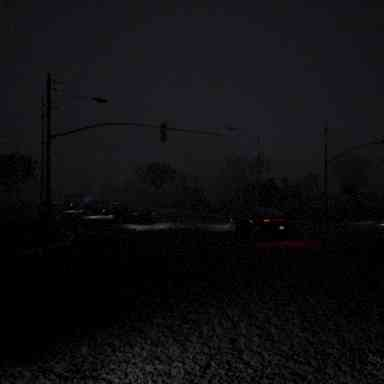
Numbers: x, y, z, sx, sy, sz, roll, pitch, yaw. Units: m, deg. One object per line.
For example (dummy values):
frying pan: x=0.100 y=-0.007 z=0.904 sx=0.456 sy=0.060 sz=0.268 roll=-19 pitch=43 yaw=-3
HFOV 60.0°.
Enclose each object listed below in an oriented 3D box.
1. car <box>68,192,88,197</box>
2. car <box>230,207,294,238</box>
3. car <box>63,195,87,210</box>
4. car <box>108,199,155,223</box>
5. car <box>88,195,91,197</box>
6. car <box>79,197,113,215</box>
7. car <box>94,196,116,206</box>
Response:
car: x=-20.464 y=1.036 z=57.807 sx=2.150 sy=2.045 sz=5.566 roll=0 pitch=1 yaw=-34
car: x=3.715 y=1.567 z=18.362 sx=1.882 sy=1.535 sz=5.008 roll=2 pitch=-1 yaw=-14
car: x=-15.283 y=1.537 z=43.055 sx=1.812 sy=1.442 sz=4.674 roll=0 pitch=0 yaw=-32
car: x=-4.692 y=1.552 z=26.270 sx=1.882 sy=1.535 sz=5.008 roll=0 pitch=0 yaw=-33
car: x=-20.357 y=1.265 z=63.697 sx=1.812 sy=1.442 sz=4.674 roll=0 pitch=1 yaw=-37
car: x=-9.958 y=1.575 z=34.626 sx=1.837 sy=1.490 sz=4.892 roll=0 pitch=0 yaw=-32
car: x=-14.489 y=1.425 z=55.203 sx=2.128 sy=1.511 sz=4.902 roll=0 pitch=1 yaw=-33
